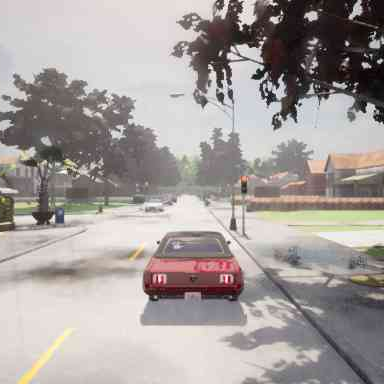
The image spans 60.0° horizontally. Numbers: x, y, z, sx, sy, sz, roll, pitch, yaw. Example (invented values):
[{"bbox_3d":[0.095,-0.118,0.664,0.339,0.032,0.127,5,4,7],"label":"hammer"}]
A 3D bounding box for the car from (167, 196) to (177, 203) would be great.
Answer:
[{"bbox_3d":[-4.081,1.600,69.101,1.895,1.301,4.718,0,0,0],"label":"car"}]

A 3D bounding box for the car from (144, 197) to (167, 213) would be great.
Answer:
[{"bbox_3d":[-4.143,1.525,37.350,1.812,1.442,4.674,0,0,0],"label":"car"}]

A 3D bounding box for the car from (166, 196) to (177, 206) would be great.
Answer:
[{"bbox_3d":[-4.153,1.493,54.698,2.128,1.511,4.902,0,0,0],"label":"car"}]

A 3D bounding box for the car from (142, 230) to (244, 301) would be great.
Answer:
[{"bbox_3d":[0.042,1.601,8.252,1.895,1.301,4.718,0,0,1],"label":"car"}]
